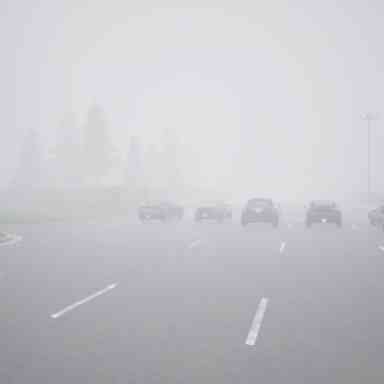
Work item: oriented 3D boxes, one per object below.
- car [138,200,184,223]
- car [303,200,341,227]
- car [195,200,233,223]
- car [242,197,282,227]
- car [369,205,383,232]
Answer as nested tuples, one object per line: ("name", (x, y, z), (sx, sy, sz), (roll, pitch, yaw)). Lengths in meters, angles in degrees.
("car", (-2.050, 1.319, 23.546), (2.128, 1.511, 4.902), (-1, 1, 18))
("car", (7.943, 1.240, 20.321), (1.837, 1.490, 4.892), (-1, 1, 18))
("car", (1.579, 1.311, 23.363), (1.812, 1.442, 4.674), (-1, 1, 18))
("car", (4.501, 1.122, 21.068), (2.097, 1.767, 4.553), (-1, 1, 18))
("car", (10.725, 1.325, 17.597), (1.895, 1.301, 4.718), (-1, 1, 18))
